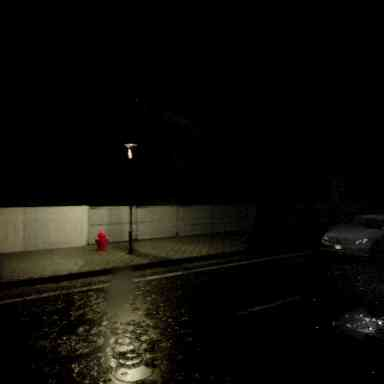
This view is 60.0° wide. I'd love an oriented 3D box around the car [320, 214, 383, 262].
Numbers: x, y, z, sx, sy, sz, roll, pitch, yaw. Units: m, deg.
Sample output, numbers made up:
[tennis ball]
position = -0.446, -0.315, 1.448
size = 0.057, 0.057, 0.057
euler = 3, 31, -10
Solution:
[car]
position = 6.808, 1.584, 12.518
size = 4.674, 1.442, 1.812
euler = 0, 0, -35
